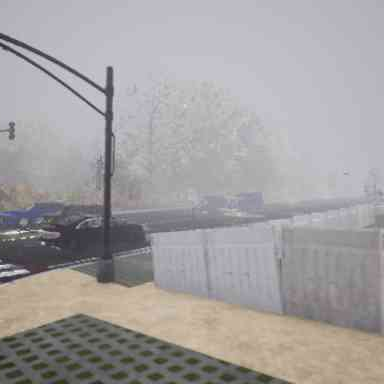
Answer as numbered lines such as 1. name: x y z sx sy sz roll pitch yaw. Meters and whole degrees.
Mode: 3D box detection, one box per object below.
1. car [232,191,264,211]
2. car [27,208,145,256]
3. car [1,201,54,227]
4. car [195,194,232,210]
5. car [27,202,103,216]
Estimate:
1. car: 6.080 0.987 37.586 2.150 2.045 5.566 2 2 40
2. car: -4.219 1.741 14.745 2.128 1.511 4.902 2 2 39
3. car: -10.322 1.415 22.813 1.882 1.535 5.008 2 3 38
4. car: 2.107 1.053 37.882 2.097 1.767 4.553 2 2 40
5. car: -7.450 1.523 21.197 1.837 1.490 4.892 2 3 39
